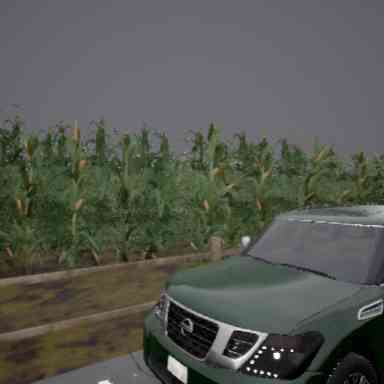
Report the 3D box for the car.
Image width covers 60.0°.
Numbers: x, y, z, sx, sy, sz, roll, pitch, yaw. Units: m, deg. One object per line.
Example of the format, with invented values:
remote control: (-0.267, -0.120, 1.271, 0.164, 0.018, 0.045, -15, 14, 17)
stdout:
car: (2.123, 1.237, 4.573, 5.566, 2.045, 2.150, 0, 0, -35)
